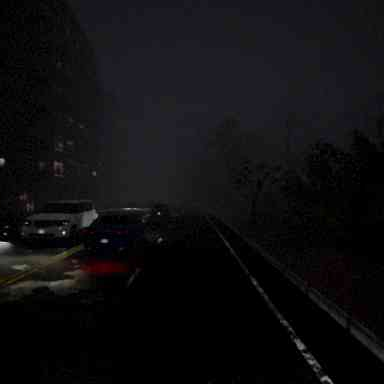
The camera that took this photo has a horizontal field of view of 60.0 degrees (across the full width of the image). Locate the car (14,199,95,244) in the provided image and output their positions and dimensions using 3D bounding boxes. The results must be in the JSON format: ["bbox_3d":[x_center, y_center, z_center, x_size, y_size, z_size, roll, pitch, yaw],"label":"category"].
[{"bbox_3d":[-6.594,1.412,17.314,2.150,2.045,5.566,0,-1,0],"label":"car"}]

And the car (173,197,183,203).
[{"bbox_3d":[-3.567,2.399,95.171,1.837,1.490,4.892,0,-1,-6],"label":"car"}]

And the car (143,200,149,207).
[{"bbox_3d":[-7.410,2.148,58.643,1.837,1.490,4.892,0,-1,-2],"label":"car"}]

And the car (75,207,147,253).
[{"bbox_3d":[-3.145,1.636,14.420,1.882,1.535,5.008,0,-1,0],"label":"car"}]

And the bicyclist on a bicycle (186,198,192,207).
[{"bbox_3d":[-0.416,2.185,67.305,0.582,1.620,1.656,0,-1,-4],"label":"bicyclist on a bicycle"}]

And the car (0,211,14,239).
[{"bbox_3d":[-9.847,1.765,18.295,1.994,1.385,4.181,0,-1,0],"label":"car"}]

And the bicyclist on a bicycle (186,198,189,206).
[{"bbox_3d":[-1.033,2.279,76.359,0.582,1.620,1.656,0,-1,-4],"label":"bicyclist on a bicycle"}]

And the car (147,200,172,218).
[{"bbox_3d":[-3.241,1.889,34.833,1.837,1.490,4.892,0,-1,-1],"label":"car"}]

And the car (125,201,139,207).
[{"bbox_3d":[-10.688,2.216,59.267,1.994,1.385,4.181,0,-1,-2],"label":"car"}]
